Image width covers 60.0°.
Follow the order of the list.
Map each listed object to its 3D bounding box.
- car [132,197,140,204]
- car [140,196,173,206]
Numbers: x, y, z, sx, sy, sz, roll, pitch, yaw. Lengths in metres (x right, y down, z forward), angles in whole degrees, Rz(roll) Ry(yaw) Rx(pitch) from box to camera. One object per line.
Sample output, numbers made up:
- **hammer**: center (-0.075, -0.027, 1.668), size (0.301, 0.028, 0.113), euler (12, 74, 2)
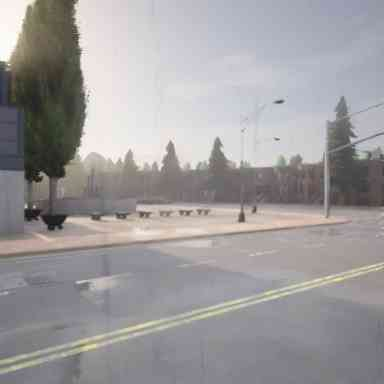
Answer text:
- **car**: center (-9.119, 1.545, 59.595), size (5.357, 1.411, 2.033), euler (0, 0, 23)
- **car**: center (-5.429, 1.475, 53.799), size (5.008, 1.535, 1.882), euler (0, 0, 30)
